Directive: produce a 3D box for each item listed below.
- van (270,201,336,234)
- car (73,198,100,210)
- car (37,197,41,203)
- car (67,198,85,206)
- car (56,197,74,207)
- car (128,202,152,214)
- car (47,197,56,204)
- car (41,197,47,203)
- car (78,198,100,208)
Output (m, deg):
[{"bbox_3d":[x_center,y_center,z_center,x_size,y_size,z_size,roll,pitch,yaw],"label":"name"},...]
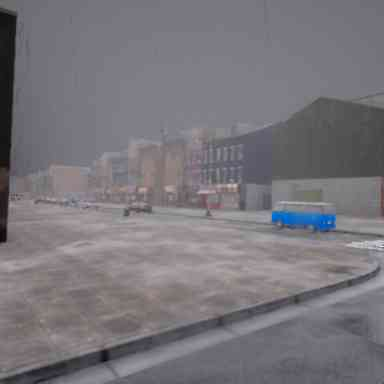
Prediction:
[{"bbox_3d":[6.652,1.496,20.192,1.690,1.788,3.998,3,-2,-35],"label":"van"},{"bbox_3d":[-14.085,1.689,44.904,1.895,1.301,4.718,3,-2,-35],"label":"car"},{"bbox_3d":[-34.518,1.783,78.124,1.967,1.590,4.097,2,-2,-35],"label":"car"},{"bbox_3d":[-20.707,1.777,59.356,1.812,1.442,4.674,3,-2,-35],"label":"car"},{"bbox_3d":[-19.487,1.617,52.424,1.837,1.490,4.892,3,-2,-35],"label":"car"},{"bbox_3d":[-6.021,1.750,38.014,1.802,1.307,4.206,3,-2,-35],"label":"car"},{"bbox_3d":[-28.284,1.814,69.348,1.752,1.417,4.829,2,-2,-35],"label":"car"},{"bbox_3d":[-31.355,1.896,73.665,1.802,1.307,4.206,2,-2,-35],"label":"car"},{"bbox_3d":[-16.654,1.731,53.648,1.837,1.490,4.892,3,-2,-35],"label":"car"}]
